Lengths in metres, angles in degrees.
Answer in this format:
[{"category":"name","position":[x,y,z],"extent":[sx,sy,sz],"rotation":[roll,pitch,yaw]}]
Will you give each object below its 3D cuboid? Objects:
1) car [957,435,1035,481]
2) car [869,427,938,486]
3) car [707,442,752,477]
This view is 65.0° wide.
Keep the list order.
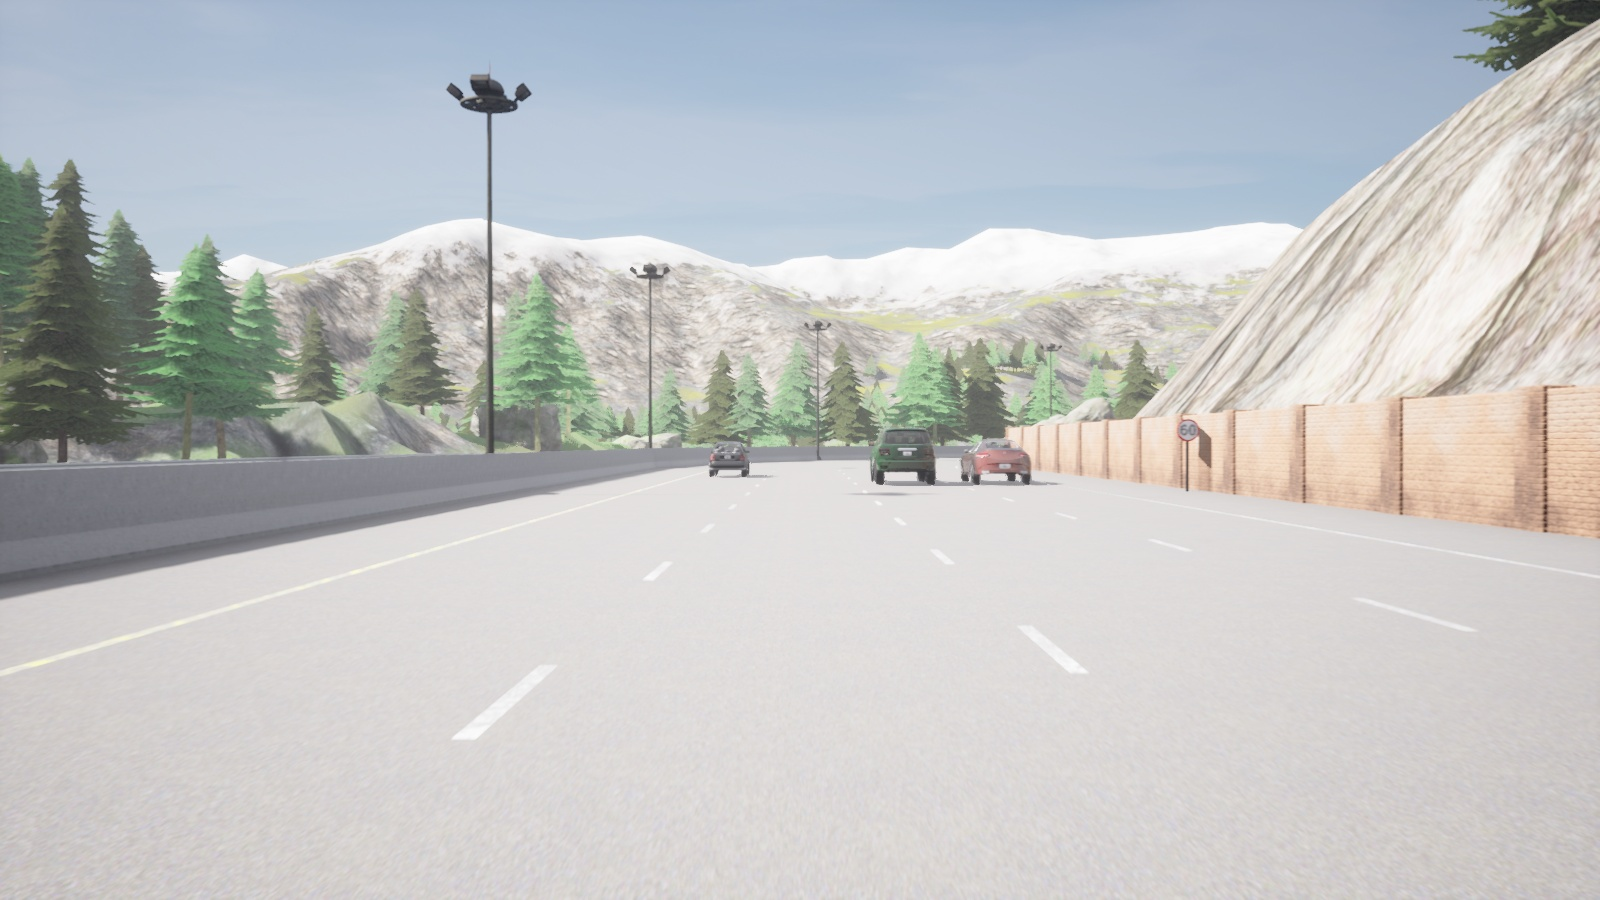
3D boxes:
[{"category":"car","position":[7.277,0.265,47.095],"extent":[2.152,1.651,5.027],"rotation":[0,0,0]},{"category":"car","position":[3.775,0.205,46.779],"extent":[2.150,2.045,5.566],"rotation":[0,0,0]},{"category":"car","position":[-3.170,0.402,56.857],"extent":[1.789,1.549,3.705],"rotation":[0,0,0]}]
